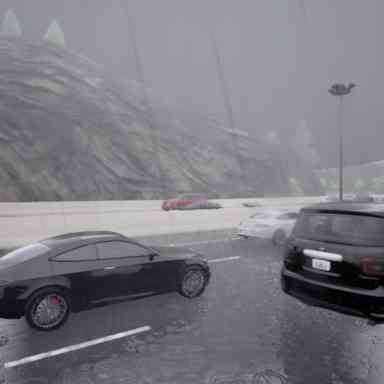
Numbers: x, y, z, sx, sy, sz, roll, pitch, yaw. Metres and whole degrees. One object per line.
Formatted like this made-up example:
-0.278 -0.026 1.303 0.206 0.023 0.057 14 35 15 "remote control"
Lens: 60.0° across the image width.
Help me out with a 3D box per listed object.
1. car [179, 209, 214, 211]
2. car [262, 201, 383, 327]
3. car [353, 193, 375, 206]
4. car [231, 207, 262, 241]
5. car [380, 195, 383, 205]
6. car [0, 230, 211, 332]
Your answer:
0.415 1.602 30.247 4.718 1.301 1.895 0 0 -37 "car"
4.196 1.222 6.740 5.566 2.045 2.150 0 0 -36 "car"
29.886 1.225 57.736 2.150 2.045 5.566 0 0 41 "car"
4.157 1.526 15.343 4.674 1.442 1.812 0 0 -36 "car"
34.200 1.357 57.428 2.097 1.767 4.553 0 0 40 "car"
-1.755 1.526 6.794 4.674 1.442 1.812 0 0 -36 "car"
